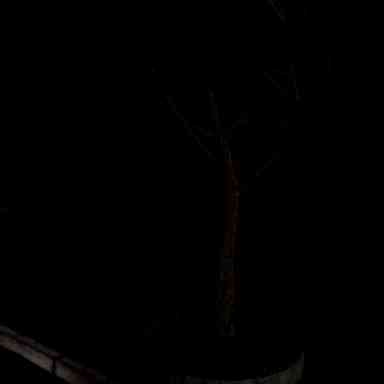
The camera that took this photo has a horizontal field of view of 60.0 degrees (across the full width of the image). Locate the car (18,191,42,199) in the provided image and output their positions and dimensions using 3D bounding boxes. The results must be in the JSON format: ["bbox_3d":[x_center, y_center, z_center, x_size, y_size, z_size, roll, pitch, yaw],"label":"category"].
[{"bbox_3d":[-20.034,0.922,40.728,2.150,2.045,5.566,1,0,32],"label":"car"}]

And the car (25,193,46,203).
[{"bbox_3d":[-16.528,1.224,39.359,2.128,1.511,4.902,1,0,32],"label":"car"}]
